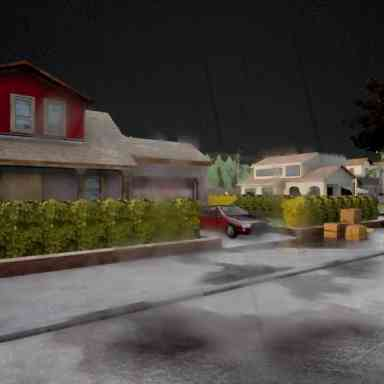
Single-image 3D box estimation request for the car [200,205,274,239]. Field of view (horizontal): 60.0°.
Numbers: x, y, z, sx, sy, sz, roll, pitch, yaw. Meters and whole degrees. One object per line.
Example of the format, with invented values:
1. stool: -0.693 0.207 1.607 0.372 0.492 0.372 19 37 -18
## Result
1. car: 1.530 1.356 16.517 2.033 1.415 5.357 0 0 -33
